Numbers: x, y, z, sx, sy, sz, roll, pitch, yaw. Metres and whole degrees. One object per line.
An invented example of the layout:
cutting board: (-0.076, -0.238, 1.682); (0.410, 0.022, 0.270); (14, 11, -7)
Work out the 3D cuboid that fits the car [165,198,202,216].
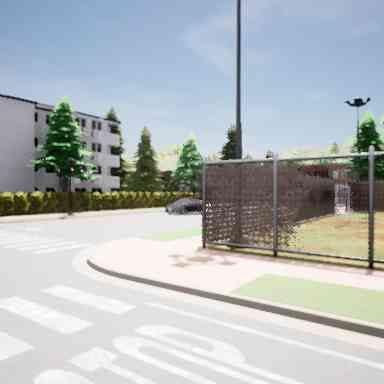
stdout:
car: (-0.575, 1.368, 31.563); (2.128, 1.511, 4.902); (0, 0, 35)
